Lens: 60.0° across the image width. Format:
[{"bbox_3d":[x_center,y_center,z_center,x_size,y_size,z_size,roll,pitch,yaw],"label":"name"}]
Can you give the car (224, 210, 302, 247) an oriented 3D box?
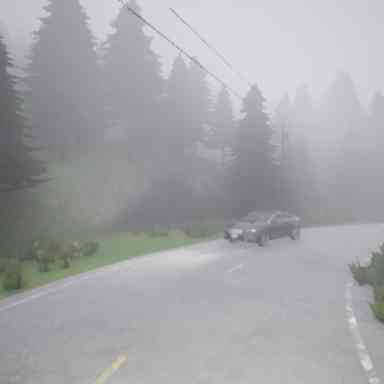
[{"bbox_3d":[3.503,1.628,15.909,2.128,1.511,4.902,0,-1,44],"label":"car"}]
